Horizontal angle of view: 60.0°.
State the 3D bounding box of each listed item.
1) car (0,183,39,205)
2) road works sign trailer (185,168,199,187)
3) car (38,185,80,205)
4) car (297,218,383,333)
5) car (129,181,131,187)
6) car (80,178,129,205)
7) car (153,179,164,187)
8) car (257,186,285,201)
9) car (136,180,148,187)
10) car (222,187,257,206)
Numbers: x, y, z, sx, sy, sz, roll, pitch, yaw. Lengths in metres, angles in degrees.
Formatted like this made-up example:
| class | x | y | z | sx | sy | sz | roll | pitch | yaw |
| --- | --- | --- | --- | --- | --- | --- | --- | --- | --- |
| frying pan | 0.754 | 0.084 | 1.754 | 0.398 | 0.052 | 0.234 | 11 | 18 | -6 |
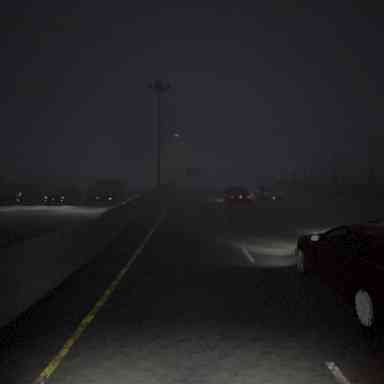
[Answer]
| class | x | y | z | sx | sy | sz | roll | pitch | yaw |
| --- | --- | --- | --- | --- | --- | --- | --- | --- | --- |
| car | -14.093 | 0.068 | 27.429 | 2.097 | 1.767 | 4.553 | 0 | 3 | 0 |
| road works sign trailer | 0.107 | -2.809 | 63.809 | 2.380 | 3.560 | 2.880 | 0 | 1 | 3 |
| car | -10.593 | 0.197 | 27.808 | 1.837 | 1.490 | 4.892 | 0 | 4 | 0 |
| car | 3.601 | 1.342 | 6.562 | 1.882 | 1.535 | 5.008 | 0 | 2 | 0 |
| car | -13.987 | -1.842 | 69.751 | 1.837 | 1.490 | 4.892 | 0 | 0 | 0 |
| car | -7.094 | -0.079 | 27.679 | 2.150 | 2.045 | 5.566 | 0 | 4 | 0 |
| car | -6.987 | -1.987 | 69.779 | 2.097 | 1.767 | 4.553 | 0 | 0 | 0 |
| car | 7.106 | 0.097 | 31.089 | 1.895 | 1.301 | 4.718 | 0 | 3 | 0 |
| car | -10.487 | -1.802 | 69.751 | 2.033 | 1.411 | 5.357 | 0 | 0 | 0 |
| car | 3.605 | 0.277 | 27.183 | 2.033 | 1.411 | 5.357 | 0 | 3 | 0 |
